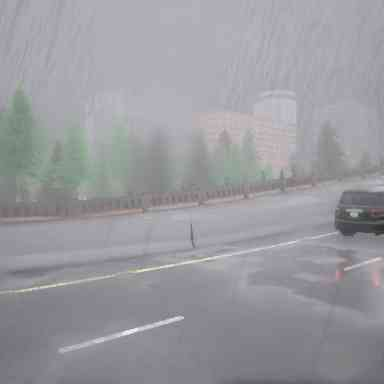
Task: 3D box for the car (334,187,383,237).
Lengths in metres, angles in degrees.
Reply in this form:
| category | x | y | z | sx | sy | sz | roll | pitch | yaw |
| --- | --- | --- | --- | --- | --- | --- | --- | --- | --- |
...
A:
| category | x | y | z | sx | sy | sz | roll | pitch | yaw |
| --- | --- | --- | --- | --- | --- | --- | --- | --- | --- |
| car | 8.270 | 0.764 | 14.018 | 5.566 | 2.045 | 2.150 | -5 | 3 | -35 |
